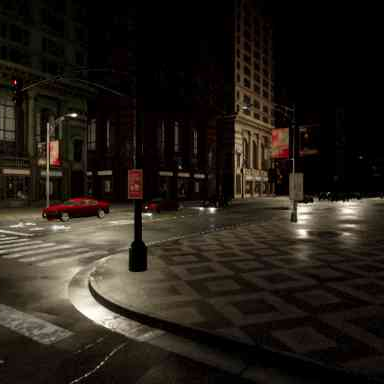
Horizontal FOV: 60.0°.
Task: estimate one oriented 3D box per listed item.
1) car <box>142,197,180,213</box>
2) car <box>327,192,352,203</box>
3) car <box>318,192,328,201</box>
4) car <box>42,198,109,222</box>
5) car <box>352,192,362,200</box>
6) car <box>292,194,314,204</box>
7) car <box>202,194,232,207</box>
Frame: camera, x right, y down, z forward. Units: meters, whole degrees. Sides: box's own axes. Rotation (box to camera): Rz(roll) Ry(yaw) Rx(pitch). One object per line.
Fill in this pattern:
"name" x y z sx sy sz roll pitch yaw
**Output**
"car" -2.982 1.199 31.769 1.994 1.385 4.181 0 1 36
"car" 22.408 0.834 50.329 1.812 1.442 4.674 0 1 36
"car" 22.953 0.714 56.699 2.128 1.511 4.902 0 1 35
"car" -8.350 1.232 24.221 1.882 1.535 5.008 0 1 35
"car" 29.565 0.676 60.404 1.812 1.442 4.674 0 1 35
"car" 15.431 0.950 46.121 1.994 1.385 4.181 0 1 35
"car" 3.054 1.009 40.252 1.837 1.490 4.892 0 1 36
